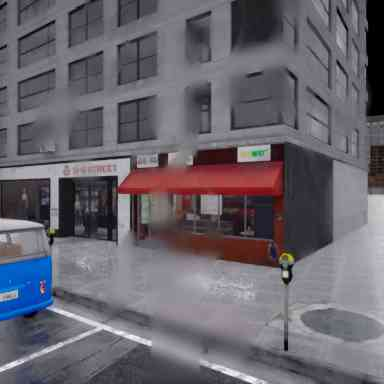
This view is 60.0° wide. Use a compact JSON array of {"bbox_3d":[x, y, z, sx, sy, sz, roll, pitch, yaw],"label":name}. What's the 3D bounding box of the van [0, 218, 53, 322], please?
[{"bbox_3d":[-4.280,1.340,6.130,3.998,1.788,1.690,0,0,35],"label":"van"}]
